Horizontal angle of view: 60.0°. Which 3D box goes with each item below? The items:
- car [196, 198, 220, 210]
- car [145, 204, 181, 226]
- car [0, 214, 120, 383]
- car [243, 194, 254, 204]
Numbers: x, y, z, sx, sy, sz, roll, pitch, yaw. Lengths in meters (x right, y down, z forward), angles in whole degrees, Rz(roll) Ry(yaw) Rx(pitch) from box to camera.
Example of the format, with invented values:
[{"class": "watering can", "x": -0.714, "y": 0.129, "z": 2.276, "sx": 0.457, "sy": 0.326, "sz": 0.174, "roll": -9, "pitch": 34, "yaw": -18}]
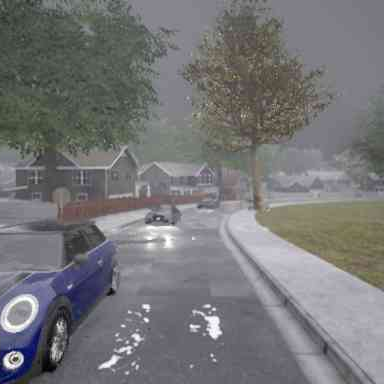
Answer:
[{"class": "car", "x": 2.187, "y": 1.453, "z": 42.061, "sx": 2.033, "sy": 1.411, "sz": 5.357, "roll": 1, "pitch": 0, "yaw": 19}, {"class": "car", "x": -1.960, "y": 1.542, "z": 23.536, "sx": 1.994, "sy": 1.385, "sz": 4.181, "roll": 0, "pitch": 0, "yaw": 7}, {"class": "car", "x": -2.700, "y": 1.353, "z": 5.624, "sx": 2.097, "sy": 1.767, "sz": 4.553, "roll": 0, "pitch": 0, "yaw": 1}, {"class": "car", "x": 10.967, "y": 1.205, "z": 59.797, "sx": 2.097, "sy": 1.767, "sz": 4.553, "roll": 2, "pitch": 1, "yaw": 33}]
